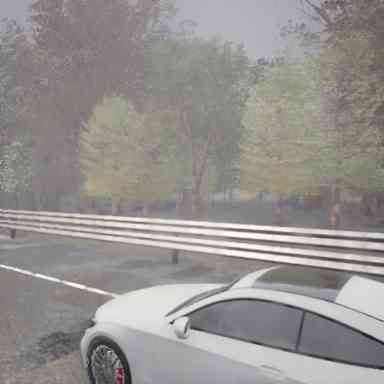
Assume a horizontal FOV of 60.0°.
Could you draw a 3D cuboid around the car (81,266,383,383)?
[{"bbox_3d":[0.878,1.526,3.361,4.674,1.442,1.812,0,0,35],"label":"car"}]
